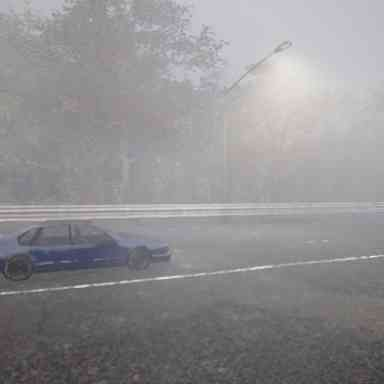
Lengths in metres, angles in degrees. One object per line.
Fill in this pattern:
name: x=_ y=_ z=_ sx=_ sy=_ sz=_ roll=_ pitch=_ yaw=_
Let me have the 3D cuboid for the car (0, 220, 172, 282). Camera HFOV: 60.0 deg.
car: x=-3.335 y=1.511 z=9.417 sx=5.357 sy=1.411 sz=2.033 roll=0 pitch=0 yaw=-23
